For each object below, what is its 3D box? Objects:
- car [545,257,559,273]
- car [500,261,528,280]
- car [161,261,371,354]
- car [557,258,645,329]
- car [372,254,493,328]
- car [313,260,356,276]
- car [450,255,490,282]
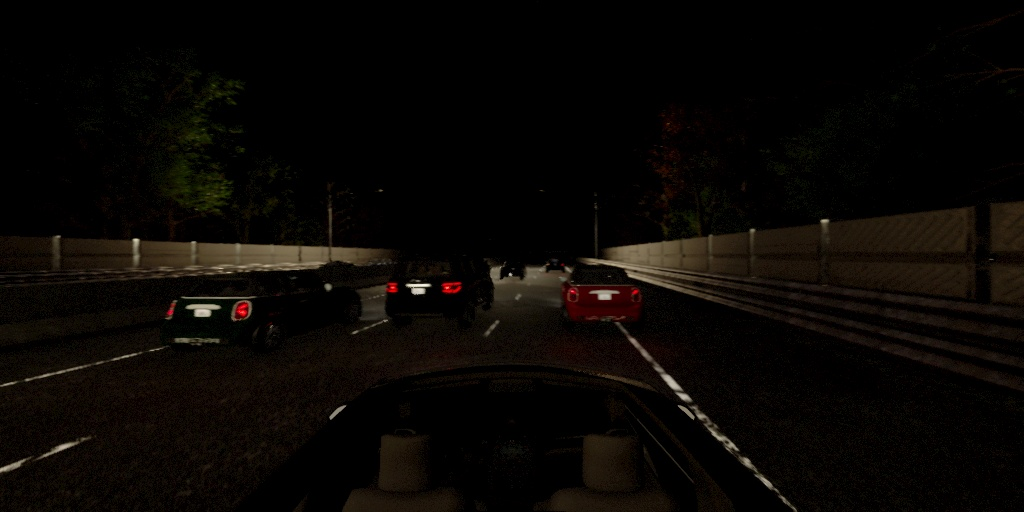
[{"bbox_3d":[4.861,0.935,40.244,2.097,1.767,4.553,-1,0,7],"label":"car"},{"bbox_3d":[0.159,1.165,30.041,1.837,1.490,4.892,-1,0,7],"label":"car"},{"bbox_3d":[-5.828,1.135,9.158,2.097,1.767,4.553,-1,0,7],"label":"car"},{"bbox_3d":[2.590,1.044,11.176,2.097,1.767,4.553,-1,0,7],"label":"car"},{"bbox_3d":[-2.032,0.959,11.573,2.150,2.045,5.566,-1,0,6],"label":"car"},{"bbox_3d":[-19.943,1.305,40.541,1.882,1.535,5.008,-1,0,7],"label":"car"},{"bbox_3d":[-3.370,0.916,30.035,2.150,2.045,5.566,-1,0,7],"label":"car"}]
